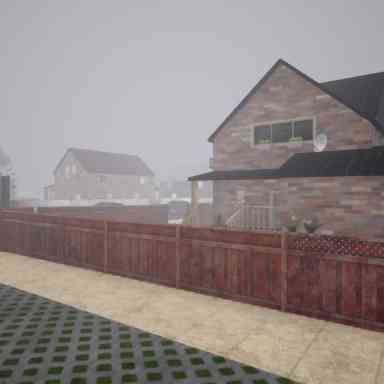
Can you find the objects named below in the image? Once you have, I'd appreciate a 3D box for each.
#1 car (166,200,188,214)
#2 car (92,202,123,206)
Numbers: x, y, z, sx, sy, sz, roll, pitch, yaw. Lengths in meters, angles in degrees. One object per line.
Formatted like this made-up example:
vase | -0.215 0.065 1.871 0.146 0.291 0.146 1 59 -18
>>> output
car | -1.898 1.701 38.056 1.837 1.490 4.892 0 0 35
car | -7.834 1.636 29.743 1.837 1.490 4.892 0 0 35
